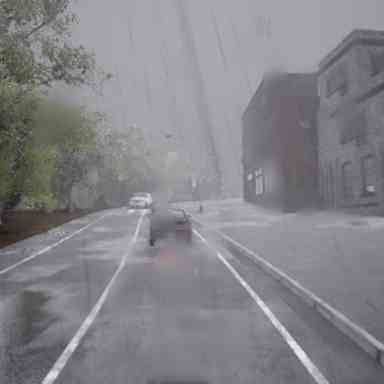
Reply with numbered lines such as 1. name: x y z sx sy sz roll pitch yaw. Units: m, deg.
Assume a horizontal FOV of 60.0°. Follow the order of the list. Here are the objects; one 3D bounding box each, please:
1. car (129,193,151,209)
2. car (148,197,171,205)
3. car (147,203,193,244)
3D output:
1. car: -6.696 1.097 44.024 2.150 2.045 5.566 -1 0 3
2. car: -3.022 1.492 33.393 1.994 1.385 4.181 0 0 -4
3. car: -1.056 1.510 15.773 1.837 1.490 4.892 0 0 -6
